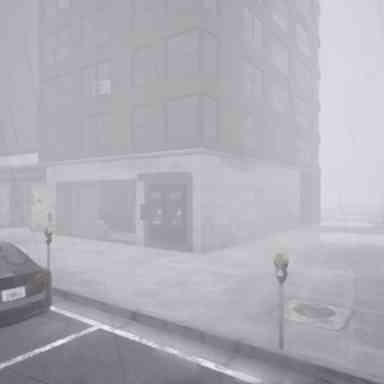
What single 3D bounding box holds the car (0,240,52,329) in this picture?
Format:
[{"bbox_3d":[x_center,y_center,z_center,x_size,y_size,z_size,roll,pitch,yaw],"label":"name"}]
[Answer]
[{"bbox_3d":[-4.349,1.561,6.188,4.313,1.339,1.947,0,0,36],"label":"car"}]
